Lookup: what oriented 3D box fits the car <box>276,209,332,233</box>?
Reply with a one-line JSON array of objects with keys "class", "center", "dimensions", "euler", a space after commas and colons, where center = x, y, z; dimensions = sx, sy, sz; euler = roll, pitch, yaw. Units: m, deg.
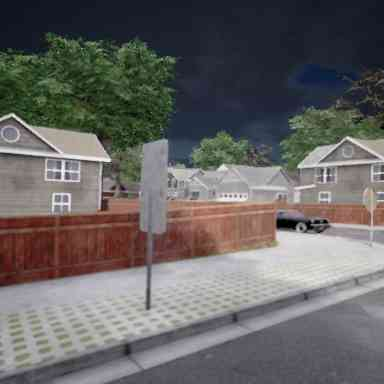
[{"class": "car", "center": [5.802, 1.710, 19.922], "dimensions": [1.895, 1.301, 4.718], "euler": [2, -2, -35]}]

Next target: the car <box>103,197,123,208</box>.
[{"class": "car", "center": [-10.304, 1.629, 42.028], "dimensions": [2.150, 2.045, 5.566], "euler": [2, -2, -37]}]

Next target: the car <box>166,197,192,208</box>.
[{"class": "car", "center": [-1.039, 1.475, 29.606], "dimensions": [2.150, 2.045, 5.566], "euler": [2, -2, -36]}]
